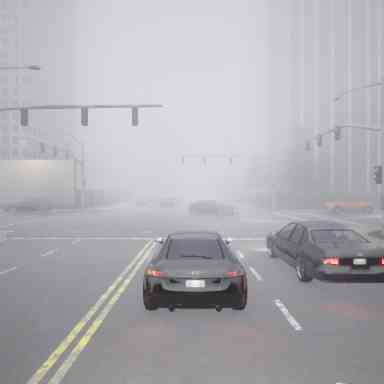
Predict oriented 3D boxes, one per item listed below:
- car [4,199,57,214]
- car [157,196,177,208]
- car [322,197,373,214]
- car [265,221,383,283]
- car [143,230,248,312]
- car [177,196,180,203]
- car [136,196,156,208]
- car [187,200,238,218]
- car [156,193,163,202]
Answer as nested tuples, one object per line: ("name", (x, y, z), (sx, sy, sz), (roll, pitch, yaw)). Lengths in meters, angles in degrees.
("car", (-16.172, 1.435, 33.434), (4.902, 1.511, 2.128), (0, 0, -4))
("car", (-3.601, 1.500, 48.931), (1.837, 1.490, 4.892), (0, 1, 0))
("car", (15.493, 1.297, 33.285), (4.553, 1.767, 2.097), (0, 0, 0))
("car", (3.582, 1.547, 9.679), (2.033, 1.411, 5.357), (0, 0, -1))
("car", (0.061, 1.564, 7.796), (1.994, 1.385, 4.181), (0, 0, 0))
("car", (-3.513, 1.477, 68.273), (1.882, 1.535, 5.008), (0, 0, 0))
("car", (-7.101, 1.547, 49.388), (2.033, 1.411, 5.357), (0, 0, 0))
("car", (1.785, 1.466, 29.382), (4.902, 1.511, 2.128), (0, 0, 41))
("car", (-7.016, 1.503, 67.280), (1.837, 1.490, 4.892), (0, 0, 0))
